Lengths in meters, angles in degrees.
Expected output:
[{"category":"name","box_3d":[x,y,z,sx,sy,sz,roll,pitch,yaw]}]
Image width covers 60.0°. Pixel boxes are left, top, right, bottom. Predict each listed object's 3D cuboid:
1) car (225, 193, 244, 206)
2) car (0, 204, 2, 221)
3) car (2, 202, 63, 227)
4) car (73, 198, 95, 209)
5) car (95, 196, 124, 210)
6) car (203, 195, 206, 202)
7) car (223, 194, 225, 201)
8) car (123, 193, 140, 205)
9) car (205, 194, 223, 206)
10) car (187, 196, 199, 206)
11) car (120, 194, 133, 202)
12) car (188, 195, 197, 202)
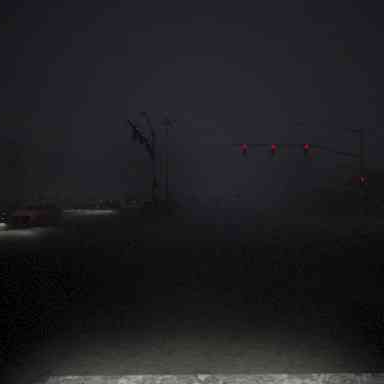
[{"category":"car","box_3d":[7.176,1.200,54.479,2.150,2.045,5.566,0,0,0]},{"category":"car","box_3d":[-14.063,1.557,25.470,1.994,1.385,4.181,0,0,0]},{"category":"car","box_3d":[-10.568,1.471,22.909,1.882,1.535,5.008,0,0,0]},{"category":"car","box_3d":[-14.033,1.531,44.114,2.033,1.411,5.357,0,0,0]},{"category":"car","box_3d":[-10.535,1.585,42.983,1.895,1.301,4.718,0,0,0]},{"category":"car","box_3d":[3.611,1.493,78.261,2.128,1.511,4.902,0,0,0]},{"category":"car","box_3d":[7.114,1.322,80.218,2.097,1.767,4.553,0,0,1]},{"category":"car","box_3d":[-10.496,1.200,57.899,2.150,2.045,5.566,0,0,0]},{"category":"car","box_3d":[3.677,1.483,55.304,1.837,1.490,4.892,0,0,0]},{"category":"car","box_3d":[0.180,1.483,55.472,1.837,1.490,4.892,0,0,0]},{"category":"car","box_3d":[-13.900,1.276,70.982,1.882,1.535,5.008,0,0,0]},{"category":"car","box_3d":[0.111,1.521,78.232,1.994,1.385,4.181,0,0,0]}]
